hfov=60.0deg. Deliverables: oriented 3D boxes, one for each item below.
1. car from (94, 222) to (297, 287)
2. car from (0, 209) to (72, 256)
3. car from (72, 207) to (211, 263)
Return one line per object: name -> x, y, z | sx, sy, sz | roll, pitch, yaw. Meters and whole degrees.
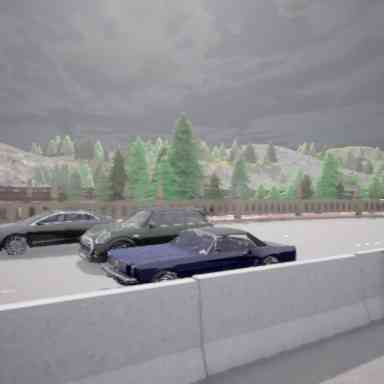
car -> 0.296, 1.576, 8.174 | 4.718, 1.301, 1.895 | 0, 0, -32
car -> -5.227, 1.434, 12.855 | 4.902, 1.511, 2.128 | 0, 0, -33
car -> -1.359, 1.313, 11.189 | 4.553, 1.767, 2.097 | 0, 0, -31
